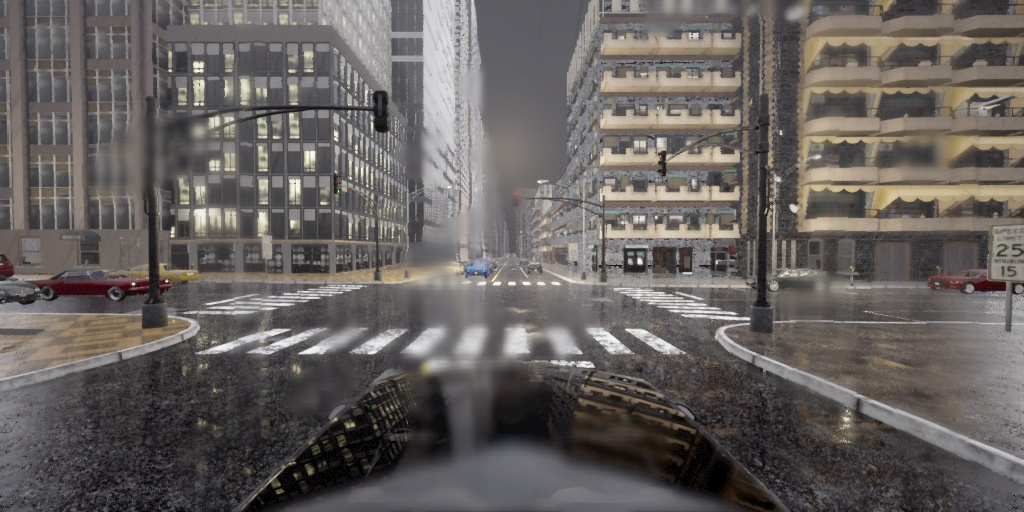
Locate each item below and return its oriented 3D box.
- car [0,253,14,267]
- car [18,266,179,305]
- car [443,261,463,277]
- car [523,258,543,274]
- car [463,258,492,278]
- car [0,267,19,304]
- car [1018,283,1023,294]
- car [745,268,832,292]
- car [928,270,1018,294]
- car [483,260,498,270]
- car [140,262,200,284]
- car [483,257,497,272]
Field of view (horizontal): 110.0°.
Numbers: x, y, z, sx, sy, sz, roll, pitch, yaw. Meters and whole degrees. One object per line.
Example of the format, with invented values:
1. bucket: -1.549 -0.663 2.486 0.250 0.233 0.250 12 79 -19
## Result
1. car: -33.654 0.712 21.822 5.009 1.841 2.192 0 0 1
2. car: -18.052 1.231 15.833 4.718 1.301 1.895 0 1 1
3. car: -5.759 1.265 35.821 1.751 1.417 4.829 0 0 0
4. car: 2.610 1.289 41.662 2.007 1.370 4.403 0 0 0
5. car: -3.155 1.218 33.627 1.882 1.535 5.008 0 0 -1
6. car: -20.310 1.204 13.310 4.403 1.370 2.007 0 0 1
7. car: 21.694 1.576 12.773 4.313 1.339 1.948 0 0 1
8. car: 16.270 1.376 21.218 4.403 1.370 2.007 0 0 1
9. car: 27.336 1.462 21.085 4.507 1.381 1.888 0 0 1
10. car: -3.192 1.337 53.608 1.895 1.301 4.718 0 0 0
11. car: -21.707 1.029 21.641 4.829 1.417 1.751 0 0 1
12. car: -3.174 1.230 43.318 2.128 1.511 4.902 0 0 0
